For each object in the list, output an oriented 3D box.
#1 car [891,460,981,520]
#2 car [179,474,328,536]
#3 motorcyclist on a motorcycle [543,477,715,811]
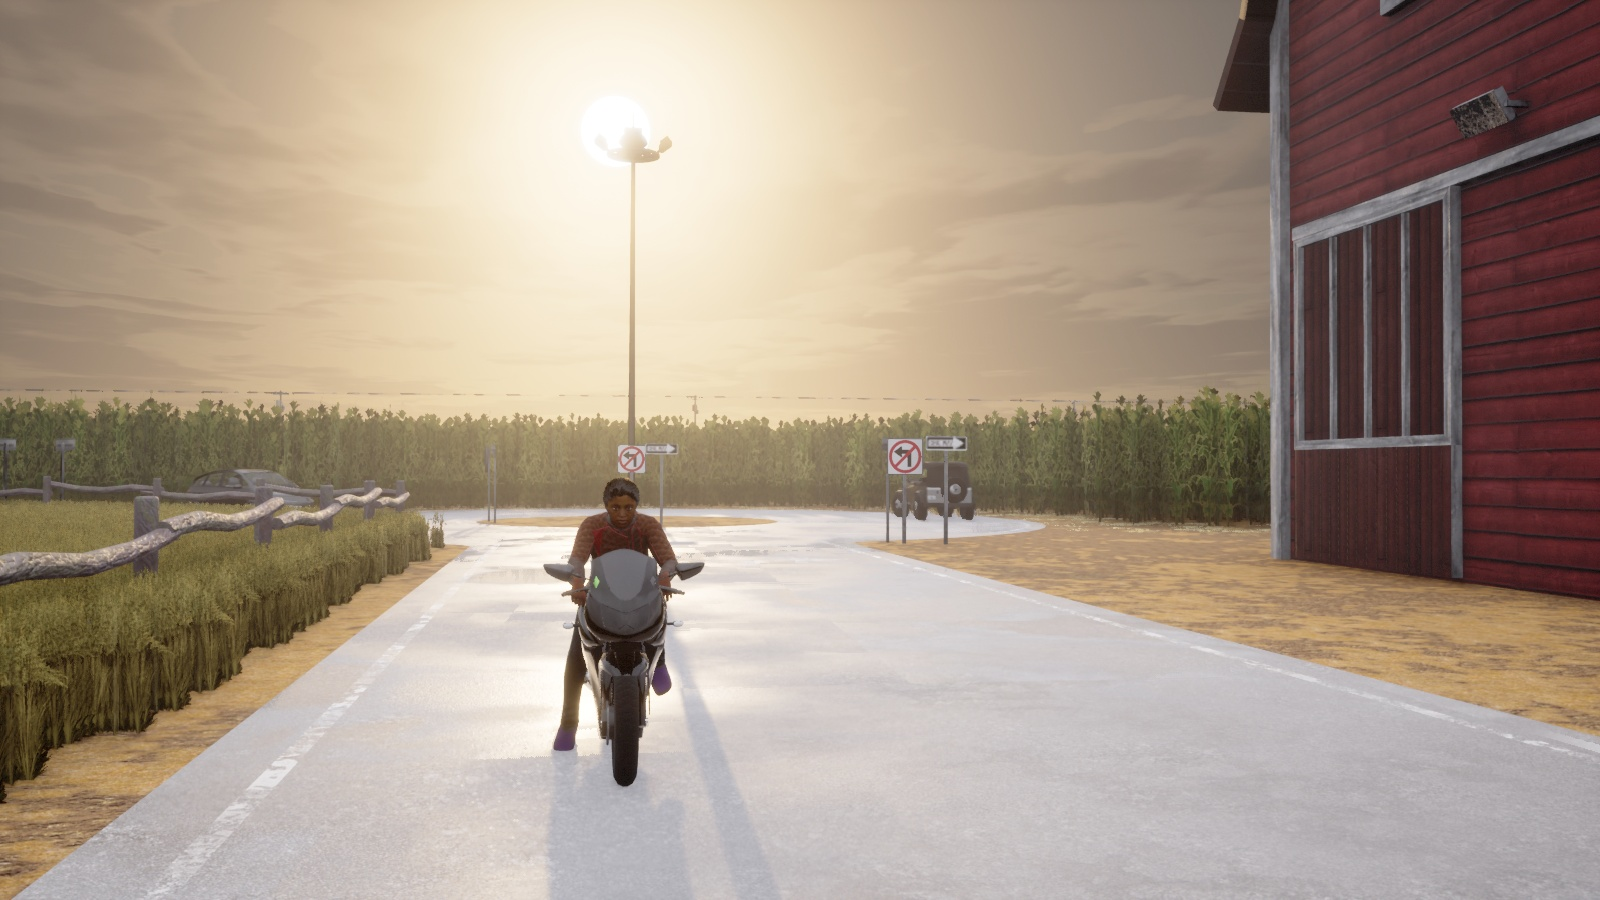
[{"bbox_3d":[4.431,1.288,41.524,1.905,1.878,3.866,0,-1,-11],"label":"car"},{"bbox_3d":[-14.270,1.399,32.766,3.705,1.549,1.789,-1,-1,32],"label":"car"},{"bbox_3d":[-0.978,0.916,6.865,0.797,1.523,2.044,0,-1,-10],"label":"motorcyclist on a motorcycle"}]
